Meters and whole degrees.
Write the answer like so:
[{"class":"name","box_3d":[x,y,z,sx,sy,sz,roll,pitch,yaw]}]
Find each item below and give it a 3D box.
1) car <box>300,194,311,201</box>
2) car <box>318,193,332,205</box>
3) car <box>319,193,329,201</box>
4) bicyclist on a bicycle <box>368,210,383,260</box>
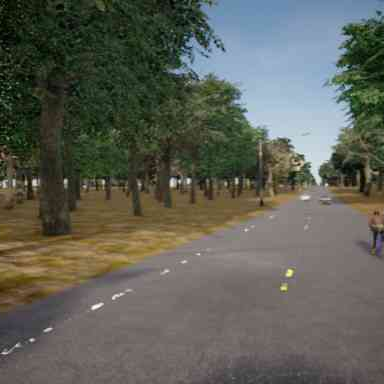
[{"class":"car","box_3d":[23.888,1.155,69.976,1.812,1.442,4.674,-1,1,21]},{"class":"car","box_3d":[21.858,1.289,54.502,2.128,1.511,4.902,-1,0,21]},{"class":"car","box_3d":[27.147,1.068,68.702,1.837,1.490,4.892,-1,1,21]},{"class":"bicyclist on a bicycle","box_3d":[6.459,1.472,11.566,0.582,1.620,1.656,-1,-1,21]}]
